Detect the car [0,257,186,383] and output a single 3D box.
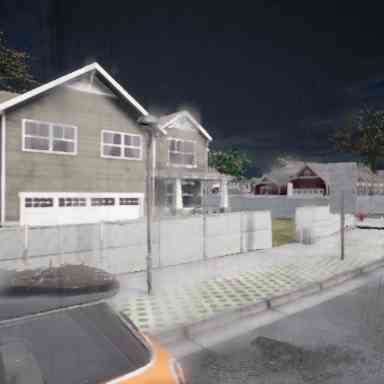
[{"bbox_3d":[-2.195,1.375,1.638,4.553,1.767,2.097,0,0,-36],"label":"car"}]
